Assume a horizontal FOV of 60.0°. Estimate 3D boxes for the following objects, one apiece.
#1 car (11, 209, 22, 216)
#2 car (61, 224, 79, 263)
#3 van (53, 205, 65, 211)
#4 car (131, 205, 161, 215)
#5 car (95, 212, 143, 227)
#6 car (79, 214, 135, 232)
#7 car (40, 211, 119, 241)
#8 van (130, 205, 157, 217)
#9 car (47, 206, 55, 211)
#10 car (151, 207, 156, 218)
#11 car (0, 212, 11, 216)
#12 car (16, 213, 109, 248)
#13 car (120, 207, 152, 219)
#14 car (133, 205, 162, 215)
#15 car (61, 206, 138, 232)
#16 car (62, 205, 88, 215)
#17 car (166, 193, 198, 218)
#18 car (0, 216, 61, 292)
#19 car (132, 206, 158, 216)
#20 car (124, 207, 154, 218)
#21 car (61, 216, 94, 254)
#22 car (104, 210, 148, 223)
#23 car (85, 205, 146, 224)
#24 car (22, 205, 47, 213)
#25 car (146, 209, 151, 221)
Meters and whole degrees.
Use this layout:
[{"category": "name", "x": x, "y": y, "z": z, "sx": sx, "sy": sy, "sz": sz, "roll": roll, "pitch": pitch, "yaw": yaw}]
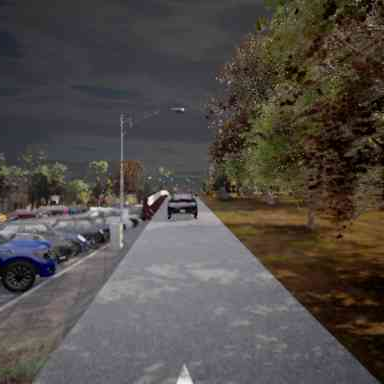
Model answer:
[{"category": "car", "x": -25.290, "y": 3.301, "z": 43.271, "sx": 4.792, "sy": 1.488, "sz": 2.163, "roll": 0, "pitch": -2, "yaw": -22}, {"category": "car", "x": -7.171, "y": 2.249, "z": 12.987, "sx": 4.892, "sy": 1.521, "sz": 2.231, "roll": 1, "pitch": -2, "yaw": -22}, {"category": "van", "x": -26.115, "y": 3.585, "z": 60.945, "sx": 4.442, "sy": 1.987, "sz": 1.878, "roll": 0, "pitch": -2, "yaw": -22}, {"category": "car", "x": -9.309, "y": 3.646, "z": 67.308, "sx": 5.566, "sy": 2.045, "sz": 2.435, "roll": 1, "pitch": -2, "yaw": -22}, {"category": "car", "x": -8.131, "y": 2.984, "z": 37.143, "sx": 4.892, "sy": 1.521, "sz": 2.231, "roll": 1, "pitch": -2, "yaw": -22}, {"category": "car", "x": -7.911, "y": 2.828, "z": 31.084, "sx": 4.792, "sy": 1.488, "sz": 2.163, "roll": 1, "pitch": -2, "yaw": -22}, {"category": "car", "x": -7.505, "y": 2.399, "z": 22.060, "sx": 4.553, "sy": 1.767, "sz": 2.185, "roll": 1, "pitch": -2, "yaw": -22}, {"category": "van", "x": -8.948, "y": 3.492, "z": 61.338, "sx": 4.442, "sy": 1.987, "sz": 1.878, "roll": 1, "pitch": -2, "yaw": -22}, {"category": "car", "x": -25.773, "y": 3.632, "z": 55.082, "sx": 4.892, "sy": 1.521, "sz": 2.231, "roll": 0, "pitch": -2, "yaw": -22}, {"category": "car", "x": -8.441, "y": 3.007, "z": 46.211, "sx": 5.566, "sy": 2.045, "sz": 2.435, "roll": 1, "pitch": -2, "yaw": -22}, {"category": "car", "x": -25.365, "y": 3.180, "z": 40.221, "sx": 5.366, "sy": 1.575, "sz": 1.946, "roll": 0, "pitch": -2, "yaw": -22}, {"category": "car", "x": -7.381, "y": 2.307, "z": 19.036, "sx": 4.553, "sy": 1.767, "sz": 2.185, "roll": 1, "pitch": -2, "yaw": -22}, {"category": "car", "x": -8.732, "y": 3.315, "z": 52.223, "sx": 4.553, "sy": 1.767, "sz": 2.185, "roll": 1, "pitch": -2, "yaw": -22}, {"category": "car", "x": -9.387, "y": 3.738, "z": 70.366, "sx": 5.566, "sy": 2.045, "sz": 2.435, "roll": 1, "pitch": -2, "yaw": -22}, {"category": "car", "x": -7.788, "y": 2.455, "z": 28.073, "sx": 5.566, "sy": 2.045, "sz": 2.435, "roll": 1, "pitch": -2, "yaw": -22}, {"category": "car", "x": -26.603, "y": 4.003, "z": 75.751, "sx": 5.566, "sy": 2.045, "sz": 2.435, "roll": 0, "pitch": -2, "yaw": -22}, {"category": "car", "x": -0.627, "y": 0.788, "z": 21.678, "sx": 2.128, "sy": 1.511, "sz": 4.902, "roll": 0, "pitch": 2, "yaw": -2}, {"category": "car", "x": -7.037, "y": 1.906, "z": 9.994, "sx": 5.566, "sy": 2.045, "sz": 2.435, "roll": 1, "pitch": -2, "yaw": -22}, {"category": "car", "x": -9.140, "y": 3.682, "z": 64.311, "sx": 4.553, "sy": 1.767, "sz": 2.185, "roll": 1, "pitch": -2, "yaw": -22}, {"category": "car", "x": -8.858, "y": 3.407, "z": 55.249, "sx": 4.553, "sy": 1.767, "sz": 2.185, "roll": 1, "pitch": -2, "yaw": -22}, {"category": "car", "x": -7.323, "y": 2.214, "z": 16.000, "sx": 4.553, "sy": 1.767, "sz": 2.185, "roll": 1, "pitch": -2, "yaw": -22}, {"category": "car", "x": -8.523, "y": 3.160, "z": 43.099, "sx": 5.366, "sy": 1.575, "sz": 1.946, "roll": 1, "pitch": -2, "yaw": -22}, {"category": "car", "x": -7.969, "y": 2.640, "z": 34.135, "sx": 5.566, "sy": 2.045, "sz": 2.435, "roll": 1, "pitch": -2, "yaw": -22}, {"category": "car", "x": -25.690, "y": 3.416, "z": 52.113, "sx": 4.553, "sy": 1.767, "sz": 2.185, "roll": 0, "pitch": -2, "yaw": -22}, {"category": "car", "x": -8.265, "y": 2.823, "z": 40.153, "sx": 5.566, "sy": 2.045, "sz": 2.435, "roll": 1, "pitch": -2, "yaw": -22}]
